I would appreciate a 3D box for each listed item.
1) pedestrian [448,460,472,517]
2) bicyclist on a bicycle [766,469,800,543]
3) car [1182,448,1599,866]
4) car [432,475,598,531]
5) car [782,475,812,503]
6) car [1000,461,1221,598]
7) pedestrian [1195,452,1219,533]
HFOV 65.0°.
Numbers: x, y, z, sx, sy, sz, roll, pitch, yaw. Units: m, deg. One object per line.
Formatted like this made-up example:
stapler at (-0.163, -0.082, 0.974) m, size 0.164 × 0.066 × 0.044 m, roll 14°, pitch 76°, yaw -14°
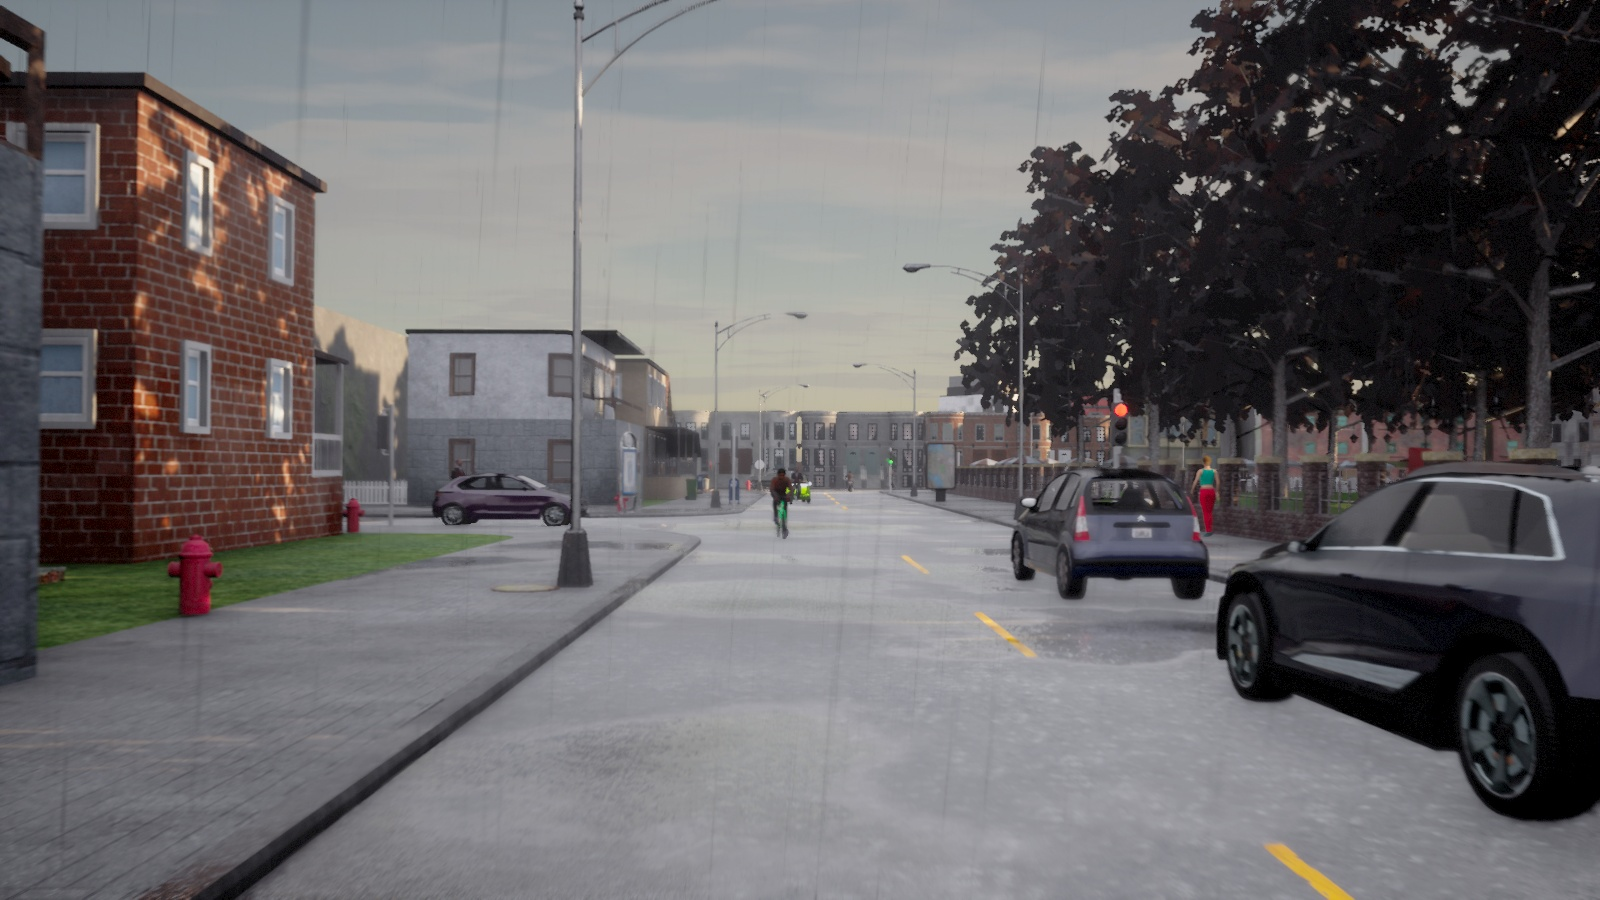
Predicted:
pedestrian at (-11.250, 1.269, 41.605) m, size 0.720 × 1.854 × 0.376 m, roll -1°, pitch -1°, yaw 32°
bicyclist on a bicycle at (-0.398, 1.251, 28.683) m, size 0.582 × 1.620 × 1.656 m, roll -1°, pitch -1°, yaw -7°
car at (4.064, 0.850, 7.250) m, size 2.033 × 1.649 × 4.856 m, roll 0°, pitch -1°, yaw -3°
car at (-7.847, 1.445, 34.810) m, size 4.193 × 1.474 × 1.816 m, roll 0°, pitch -1°, yaw 0°
car at (-0.154, 1.925, 62.763) m, size 1.481 × 1.376 × 2.207 m, roll 0°, pitch -1°, yaw 0°
car at (4.019, 0.982, 16.963) m, size 1.851 × 1.617 × 3.988 m, roll 0°, pitch -1°, yaw -2°
pedestrian at (9.291, 0.969, 28.681) m, size 0.345 × 1.836 × 0.594 m, roll 0°, pitch -1°, yaw 0°
